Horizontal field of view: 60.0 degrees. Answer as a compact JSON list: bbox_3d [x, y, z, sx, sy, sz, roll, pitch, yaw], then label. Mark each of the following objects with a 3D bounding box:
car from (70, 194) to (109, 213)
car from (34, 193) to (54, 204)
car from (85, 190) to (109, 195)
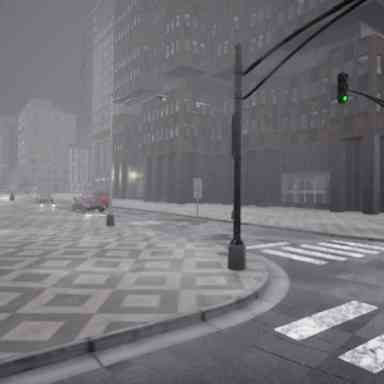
[{"bbox_3d":[-9.745,1.149,30.838,2.033,1.411,5.357,1,0,-35],"label":"car"},{"bbox_3d":[-20.475,0.896,46.049,1.837,1.490,4.892,1,0,-36],"label":"car"},{"bbox_3d":[-11.173,0.764,38.179,2.150,2.045,5.566,1,0,-36],"label":"car"}]
